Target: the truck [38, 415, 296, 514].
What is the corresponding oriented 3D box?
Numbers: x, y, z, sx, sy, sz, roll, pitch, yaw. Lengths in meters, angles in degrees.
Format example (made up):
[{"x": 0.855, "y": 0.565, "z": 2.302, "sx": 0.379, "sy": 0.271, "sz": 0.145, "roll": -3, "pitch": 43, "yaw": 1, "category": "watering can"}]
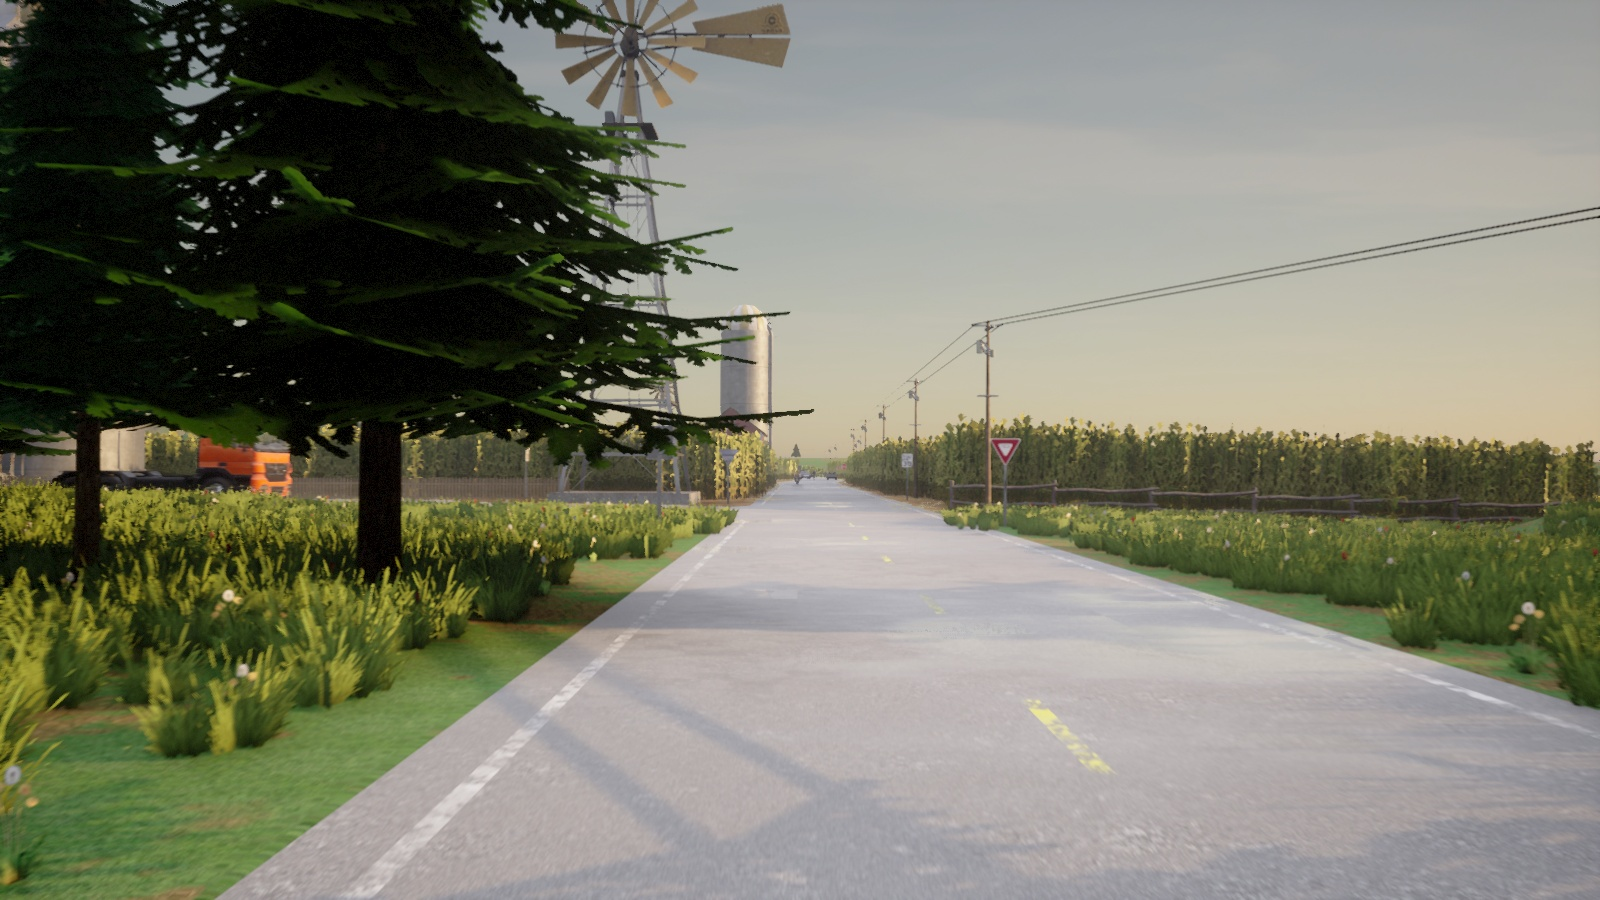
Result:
[{"x": -22.943, "y": 0.552, "z": 45.829, "sx": 7.936, "sy": 3.462, "sz": 2.891, "roll": 0, "pitch": -1, "yaw": 0, "category": "truck"}]
